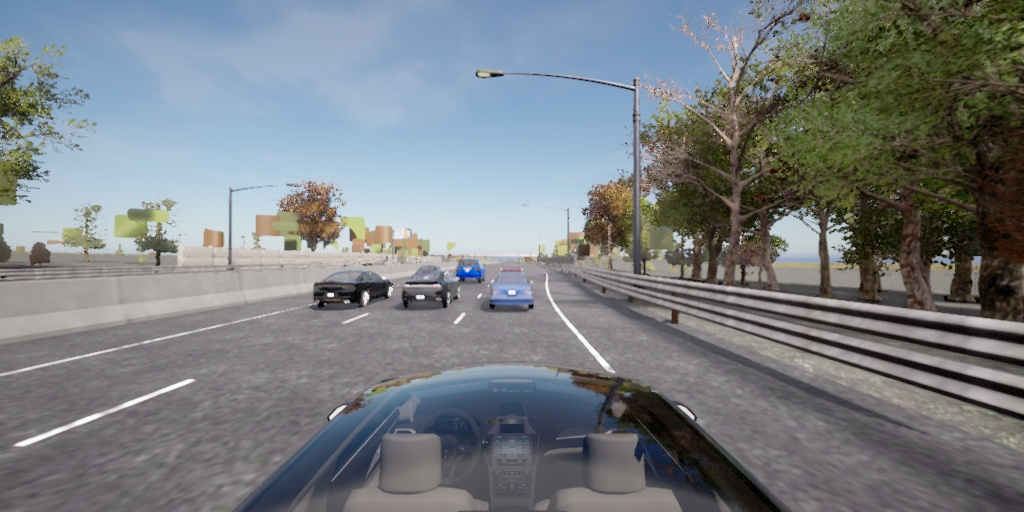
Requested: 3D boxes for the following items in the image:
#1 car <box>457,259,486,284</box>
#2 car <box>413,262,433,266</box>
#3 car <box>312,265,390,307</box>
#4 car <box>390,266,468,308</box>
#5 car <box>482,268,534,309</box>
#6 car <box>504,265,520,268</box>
[{"bbox_3d":[-3.515,1.255,30.885,2.150,2.045,5.566,0,0,0],"label":"car"},{"bbox_3d":[-7.011,1.549,31.147,1.837,1.490,4.892,0,0,0],"label":"car"},{"bbox_3d":[-7.001,1.369,16.332,1.882,1.535,5.008,0,0,0],"label":"car"},{"bbox_3d":[-3.503,1.382,16.150,2.128,1.511,4.902,0,0,0],"label":"car"},{"bbox_3d":[-0.006,1.433,15.847,2.033,1.411,5.357,0,-1,0],"label":"car"},{"bbox_3d":[-0.010,1.520,31.330,1.882,1.535,5.008,0,0,0],"label":"car"}]
